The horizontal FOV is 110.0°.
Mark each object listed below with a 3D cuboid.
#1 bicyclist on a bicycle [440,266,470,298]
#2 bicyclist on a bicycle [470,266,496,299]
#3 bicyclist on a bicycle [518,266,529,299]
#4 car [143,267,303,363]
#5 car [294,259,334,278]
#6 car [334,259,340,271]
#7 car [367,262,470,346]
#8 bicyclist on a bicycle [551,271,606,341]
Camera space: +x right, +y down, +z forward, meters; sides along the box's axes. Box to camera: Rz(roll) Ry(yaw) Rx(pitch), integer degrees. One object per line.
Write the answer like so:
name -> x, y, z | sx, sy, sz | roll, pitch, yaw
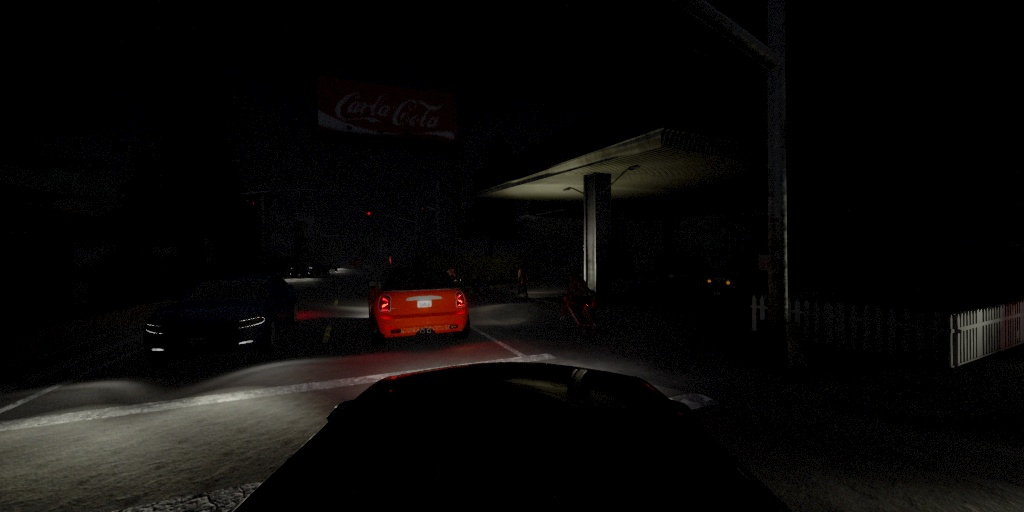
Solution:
bicyclist on a bicycle -> -2.838, 1.280, 16.435 | 1.656, 1.620, 0.582 | 1, 0, 36
bicyclist on a bicycle -> -1.549, 1.308, 17.834 | 1.656, 1.620, 0.582 | 1, 0, -22
bicyclist on a bicycle -> 0.558, 1.304, 17.977 | 0.582, 1.620, 1.656 | 0, 0, 15
car -> -6.362, 1.180, 8.390 | 1.882, 1.535, 5.008 | 0, 0, -24
car -> -19.744, 1.153, 35.130 | 2.097, 1.767, 4.553 | 0, 1, -5
car -> -24.844, 1.325, 48.802 | 1.837, 1.490, 4.892 | 0, 0, -24
car -> -2.663, 1.031, 9.509 | 2.097, 1.767, 4.553 | 0, 0, -23
bicyclist on a bicycle -> 1.595, 1.191, 8.781 | 0.582, 1.620, 1.656 | 3, -2, -43
